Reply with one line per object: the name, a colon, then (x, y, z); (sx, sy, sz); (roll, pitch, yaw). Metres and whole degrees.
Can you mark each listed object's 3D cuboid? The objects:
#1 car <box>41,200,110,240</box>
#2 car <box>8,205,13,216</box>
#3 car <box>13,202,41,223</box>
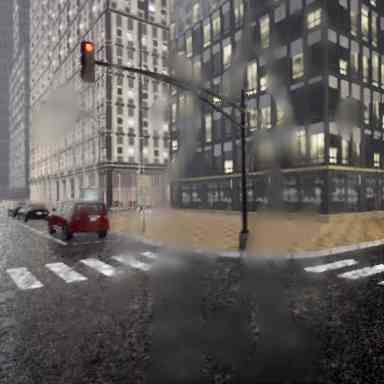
car: (-5.895, 1.336, 17.122); (2.192, 1.841, 5.009); (1, -1, -36)
car: (-15.666, 1.608, 30.596); (1.947, 1.339, 4.313); (1, -1, -36)
car: (-12.409, 1.601, 26.104); (1.947, 1.339, 4.313); (1, -1, -36)
